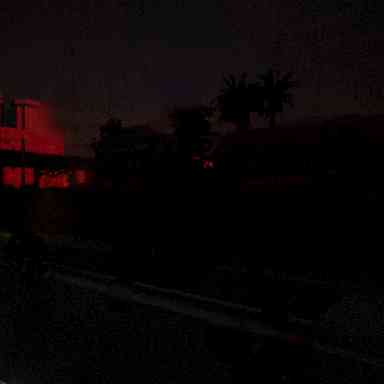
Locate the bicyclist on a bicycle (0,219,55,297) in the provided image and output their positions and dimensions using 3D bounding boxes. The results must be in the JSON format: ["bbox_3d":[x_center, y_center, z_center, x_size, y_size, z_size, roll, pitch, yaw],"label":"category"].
[{"bbox_3d":[-3.801,1.422,7.383,0.582,1.620,1.656,0,0,36],"label":"bicyclist on a bicycle"}]
